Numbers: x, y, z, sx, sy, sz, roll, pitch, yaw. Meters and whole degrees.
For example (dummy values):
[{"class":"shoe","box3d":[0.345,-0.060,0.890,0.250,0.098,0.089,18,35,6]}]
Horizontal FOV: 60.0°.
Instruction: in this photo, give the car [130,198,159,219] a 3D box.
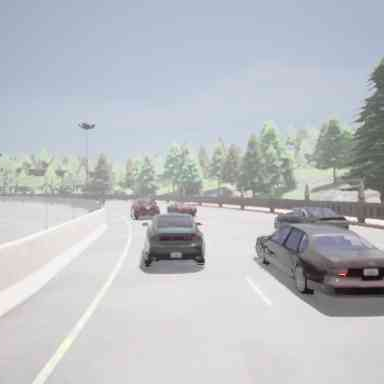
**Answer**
[{"class":"car","box3d":[-4.139,1.315,28.885,2.097,1.767,4.553,0,0,-16]}]

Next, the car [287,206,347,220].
[{"class":"car","box3d":[5.717,1.462,16.490,2.128,1.511,4.902,0,0,-8]}]

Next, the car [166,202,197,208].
[{"class":"car","box3d":[-1.072,1.557,30.974,1.895,1.301,4.718,0,0,-17]}]

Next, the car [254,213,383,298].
[{"class":"car","box3d":[3.145,1.532,8.684,2.033,1.411,5.357,0,0,-4]}]

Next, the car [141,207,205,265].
[{"class":"car","box3d":[-0.680,1.489,11.616,1.837,1.490,4.892,0,0,-6]}]
